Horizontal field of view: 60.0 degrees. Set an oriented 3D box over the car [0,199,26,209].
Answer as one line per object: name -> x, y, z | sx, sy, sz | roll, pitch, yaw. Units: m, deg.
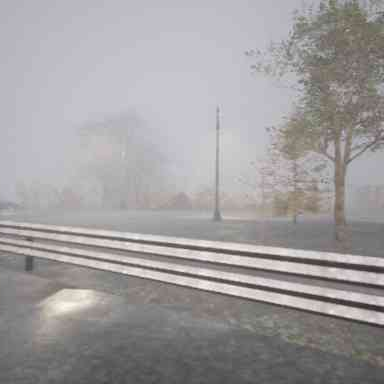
car -> -22.576, 1.553, 40.209 | 5.008, 1.535, 1.882 | 0, 0, 10
